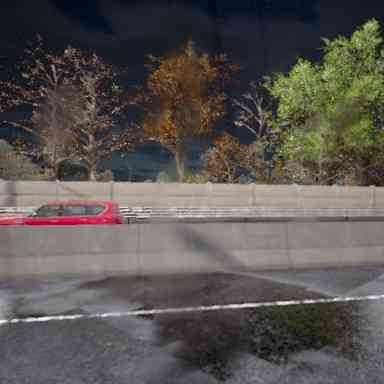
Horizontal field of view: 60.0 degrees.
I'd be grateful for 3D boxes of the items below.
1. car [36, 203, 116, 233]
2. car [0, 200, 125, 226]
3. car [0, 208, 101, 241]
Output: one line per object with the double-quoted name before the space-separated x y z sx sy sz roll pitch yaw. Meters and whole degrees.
"car" -7.254 1.604 21.317 4.553 1.767 2.097 1 -1 -12
"car" -5.703 1.388 14.497 5.566 2.045 2.150 1 -1 -12
"car" -7.503 1.677 17.685 5.008 1.535 1.882 1 -1 -12
